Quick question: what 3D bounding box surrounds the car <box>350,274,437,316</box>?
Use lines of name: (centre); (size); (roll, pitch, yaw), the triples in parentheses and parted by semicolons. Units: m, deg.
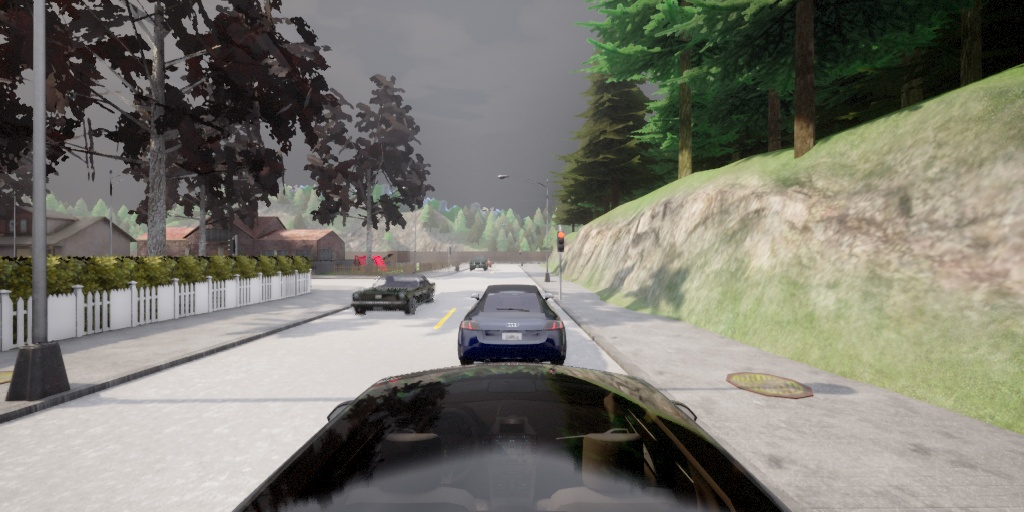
car: (-4.202, 1.350, 13.430); (1.895, 1.301, 4.718); (0, 0, -1)

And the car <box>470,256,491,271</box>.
car: (-4.529, 0.971, 49.488); (2.150, 2.045, 5.566); (0, 0, 0)

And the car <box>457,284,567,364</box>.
car: (0.006, 1.314, 8.002); (1.994, 1.385, 4.181); (0, 0, 0)
